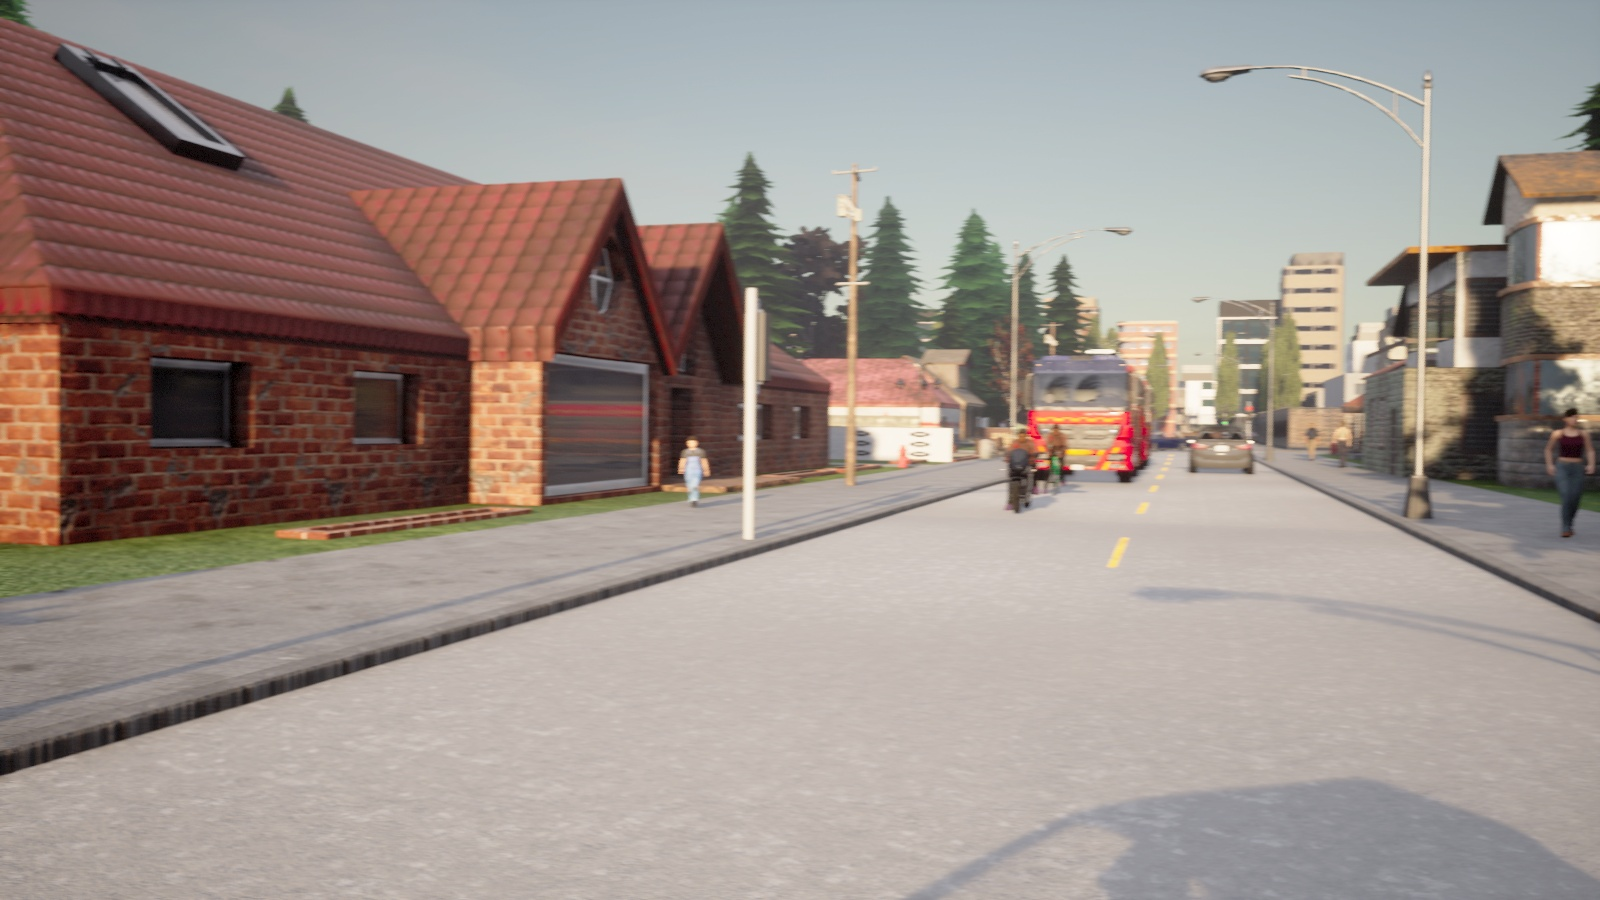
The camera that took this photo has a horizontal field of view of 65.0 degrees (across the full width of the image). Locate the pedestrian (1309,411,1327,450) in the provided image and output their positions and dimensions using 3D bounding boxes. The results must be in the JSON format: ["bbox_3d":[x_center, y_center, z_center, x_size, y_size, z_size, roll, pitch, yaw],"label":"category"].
[{"bbox_3d":[24.277,-0.915,58.843,0.694,1.848,0.540,-2,2,-45],"label":"pedestrian"}]

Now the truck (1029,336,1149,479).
[{"bbox_3d":[8.951,-1.228,38.104,2.891,3.827,8.468,0,1,17],"label":"truck"}]

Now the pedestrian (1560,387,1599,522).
[{"bbox_3d":[10.772,0.054,17.351,0.345,1.836,0.594,0,1,19],"label":"pedestrian"}]

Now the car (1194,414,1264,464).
[{"bbox_3d":[15.359,-0.422,45.187,2.242,1.667,4.611,0,1,17],"label":"car"}]

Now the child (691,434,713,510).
[{"bbox_3d":[-1.664,0.365,21.308,0.270,1.263,0.437,0,1,8],"label":"child"}]

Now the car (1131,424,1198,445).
[{"bbox_3d":[24.565,-1.053,84.557,4.718,1.301,1.895,-1,1,-37],"label":"car"}]

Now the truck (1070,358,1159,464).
[{"bbox_3d":[12.555,-1.496,49.638,2.891,3.827,8.468,0,1,17],"label":"truck"}]

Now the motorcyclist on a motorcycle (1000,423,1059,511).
[{"bbox_3d":[4.189,0.273,22.855,0.797,1.523,2.044,0,1,18],"label":"motorcyclist on a motorcycle"}]

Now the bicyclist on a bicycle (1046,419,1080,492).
[{"bbox_3d":[6.018,0.108,28.706,0.582,1.620,1.656,0,2,17],"label":"bicyclist on a bicycle"}]

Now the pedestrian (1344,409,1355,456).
[{"bbox_3d":[21.310,-0.682,48.714,0.345,1.836,0.594,0,1,18],"label":"pedestrian"}]
